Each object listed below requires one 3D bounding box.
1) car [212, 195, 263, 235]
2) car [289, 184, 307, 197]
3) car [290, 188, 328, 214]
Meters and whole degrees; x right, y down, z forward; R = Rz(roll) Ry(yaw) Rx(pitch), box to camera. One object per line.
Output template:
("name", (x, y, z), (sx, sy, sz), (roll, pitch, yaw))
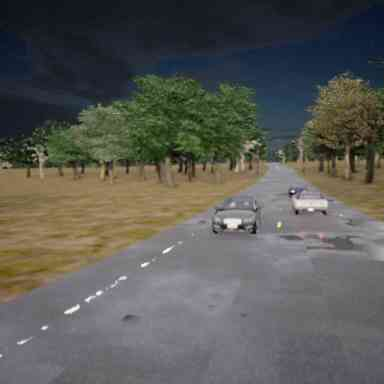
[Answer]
("car", (2.171, 0.937, 15.128), (2.128, 1.511, 4.902), (0, 3, 15))
("car", (11.440, -0.187, 35.886), (1.895, 1.301, 4.718), (0, 4, 15))
("car", (7.705, 0.644, 21.977), (1.895, 1.301, 4.718), (0, 3, 15))
